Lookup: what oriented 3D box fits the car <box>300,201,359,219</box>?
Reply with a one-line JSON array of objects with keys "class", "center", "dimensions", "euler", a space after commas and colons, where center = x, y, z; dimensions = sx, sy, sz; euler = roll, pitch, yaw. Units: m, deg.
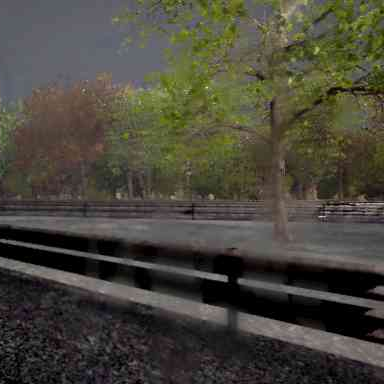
[{"class": "car", "center": [12.223, 1.586, 29.708], "dimensions": [4.892, 1.490, 1.837], "euler": [0, 0, 13]}]
